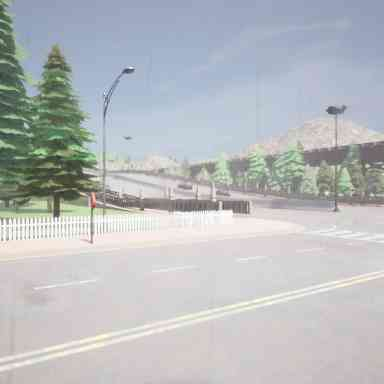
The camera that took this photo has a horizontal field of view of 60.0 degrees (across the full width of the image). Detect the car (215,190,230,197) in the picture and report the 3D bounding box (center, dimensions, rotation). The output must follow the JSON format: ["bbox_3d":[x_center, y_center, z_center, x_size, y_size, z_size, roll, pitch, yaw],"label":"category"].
[{"bbox_3d":[5.736,0.243,67.226,1.812,1.442,4.674,0,6,-33],"label":"car"}]

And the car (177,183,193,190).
[{"bbox_3d":[-1.701,-1.376,78.265,2.128,1.511,4.902,0,7,-34],"label":"car"}]
